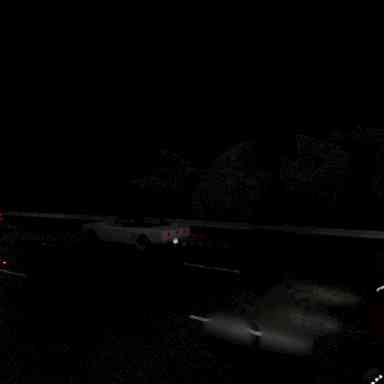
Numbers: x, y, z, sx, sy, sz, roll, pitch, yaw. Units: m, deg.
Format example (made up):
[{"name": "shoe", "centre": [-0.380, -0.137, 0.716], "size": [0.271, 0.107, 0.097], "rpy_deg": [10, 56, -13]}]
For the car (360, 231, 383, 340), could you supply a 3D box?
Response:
[{"name": "car", "centre": [5.056, 1.515, 4.584], "size": [4.674, 1.442, 1.812], "rpy_deg": [0, 0, 36]}]

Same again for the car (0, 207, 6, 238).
[{"name": "car", "centre": [-10.621, 1.215, 14.721], "size": [5.566, 2.045, 2.150], "rpy_deg": [0, 0, 30]}]

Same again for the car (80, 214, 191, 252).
[{"name": "car", "centre": [-2.493, 1.587, 13.900], "size": [4.718, 1.301, 1.895], "rpy_deg": [0, 0, 33]}]

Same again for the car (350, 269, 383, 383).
[{"name": "car", "centre": [3.671, 1.217, 1.291], "size": [5.566, 2.045, 2.150], "rpy_deg": [0, 0, 36]}]
